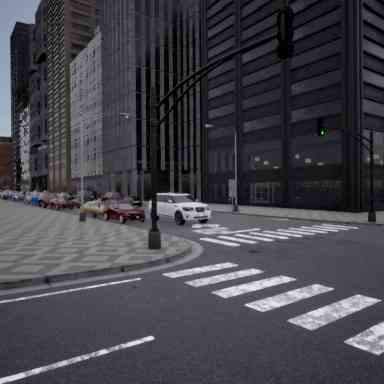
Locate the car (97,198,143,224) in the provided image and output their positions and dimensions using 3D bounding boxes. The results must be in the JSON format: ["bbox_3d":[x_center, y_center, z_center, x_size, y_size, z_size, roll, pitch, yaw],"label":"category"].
[{"bbox_3d":[-4.946,1.416,24.045,1.887,1.381,4.507,0,1,-36],"label":"car"}]

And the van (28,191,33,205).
[{"bbox_3d":[-21.455,0.969,46.812,1.690,1.788,3.998,0,1,-36],"label":"van"}]

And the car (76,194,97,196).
[{"bbox_3d":[-13.156,1.254,40.083,1.994,1.385,4.181,-1,1,-35],"label":"car"}]

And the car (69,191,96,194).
[{"bbox_3d":[-15.679,0.799,48.877,2.150,2.045,5.566,-1,1,-38],"label":"car"}]

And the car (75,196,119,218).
[{"bbox_3d":[-8.148,1.352,28.461,1.752,1.417,4.829,0,1,-36],"label":"car"}]

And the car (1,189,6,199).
[{"bbox_3d":[-37.963,0.663,69.579,2.192,1.841,5.009,0,1,-36],"label":"car"}]

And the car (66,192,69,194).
[{"bbox_3d":[-21.858,0.830,57.331,2.097,1.767,4.553,-1,1,-36],"label":"car"}]

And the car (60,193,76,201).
[{"bbox_3d":[-24.457,0.948,65.476,1.802,1.307,4.206,0,1,-36],"label":"car"}]

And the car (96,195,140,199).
[{"bbox_3d":[-7.240,1.325,31.901,2.033,1.411,5.357,-1,1,-35],"label":"car"}]

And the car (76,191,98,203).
[{"bbox_3d":[-17.852,0.793,56.367,2.192,1.841,5.009,0,1,-36],"label":"car"}]

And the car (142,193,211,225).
[{"bbox_3d":[-1.036,1.085,23.331,2.150,2.045,5.566,-1,1,-36],"label":"car"}]

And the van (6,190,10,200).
[{"bbox_3d":[-34.661,0.747,65.026,1.690,1.788,3.998,0,1,-36],"label":"van"}]

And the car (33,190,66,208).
[{"bbox_3d":[-18.153,0.995,42.258,2.192,1.841,5.009,0,1,-36],"label":"car"}]

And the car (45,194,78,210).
[{"bbox_3d":[-14.852,1.275,37.706,1.887,1.381,4.507,0,1,-36],"label":"car"}]

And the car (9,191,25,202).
[{"bbox_3d":[-31.360,0.903,60.473,1.967,1.590,4.097,0,1,-36],"label":"car"}]

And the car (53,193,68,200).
[{"bbox_3d":[-27.758,0.853,70.029,1.887,1.381,4.507,0,1,-36],"label":"car"}]

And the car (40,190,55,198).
[{"bbox_3d":[-34.360,0.509,79.133,2.192,1.841,5.009,0,1,-36],"label":"car"}]

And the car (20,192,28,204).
[{"bbox_3d":[-24.758,1.125,51.367,2.008,1.369,4.403,0,1,-36],"label":"car"}]

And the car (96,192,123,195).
[{"bbox_3d":[-11.249,0.898,47.260,2.192,1.841,5.009,0,1,-36],"label":"car"}]

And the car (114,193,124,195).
[{"bbox_3d":[-7.949,1.199,42.709,1.947,1.339,4.313,0,1,-36],"label":"car"}]
